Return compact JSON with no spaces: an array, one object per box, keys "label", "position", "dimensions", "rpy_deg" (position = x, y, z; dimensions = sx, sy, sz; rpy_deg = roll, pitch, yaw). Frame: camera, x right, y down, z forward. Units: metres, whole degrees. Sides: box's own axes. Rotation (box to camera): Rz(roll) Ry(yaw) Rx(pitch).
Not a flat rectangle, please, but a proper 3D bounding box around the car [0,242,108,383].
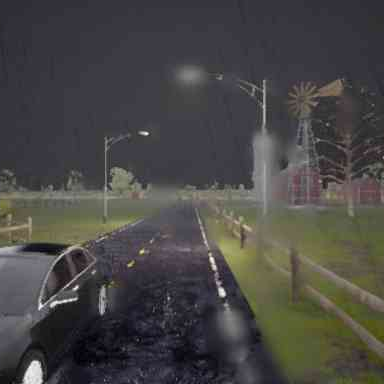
[{"label":"car","position":[-2.515,1.574,4.737],"dimensions":[1.837,1.490,4.892],"rpy_deg":[0,-1,-1]}]
